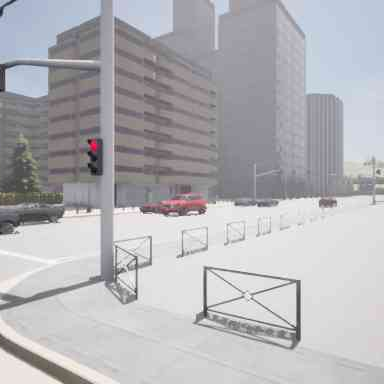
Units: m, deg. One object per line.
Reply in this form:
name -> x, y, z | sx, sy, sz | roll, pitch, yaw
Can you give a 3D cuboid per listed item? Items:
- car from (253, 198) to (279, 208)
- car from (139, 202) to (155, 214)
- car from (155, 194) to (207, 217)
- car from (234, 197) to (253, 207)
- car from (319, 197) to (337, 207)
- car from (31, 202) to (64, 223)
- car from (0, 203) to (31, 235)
car -> 11.283, 1.604, 49.436 | 1.895, 1.301, 4.718 | 0, 0, 35
car -> -3.316, 1.600, 34.580 | 1.895, 1.301, 4.718 | 0, 0, 35
car -> -0.695, 1.221, 32.215 | 2.150, 2.045, 5.566 | 0, 0, 35
car -> 8.417, 1.555, 51.446 | 2.033, 1.411, 5.357 | 0, 0, 35
car -> 20.783, 1.478, 50.716 | 1.882, 1.535, 5.008 | 0, 0, 35
car -> -11.302, 1.491, 22.987 | 2.128, 1.511, 4.902 | 0, 0, 35
car -> -11.175, 1.491, 16.699 | 2.128, 1.511, 4.902 | 0, 0, 32
